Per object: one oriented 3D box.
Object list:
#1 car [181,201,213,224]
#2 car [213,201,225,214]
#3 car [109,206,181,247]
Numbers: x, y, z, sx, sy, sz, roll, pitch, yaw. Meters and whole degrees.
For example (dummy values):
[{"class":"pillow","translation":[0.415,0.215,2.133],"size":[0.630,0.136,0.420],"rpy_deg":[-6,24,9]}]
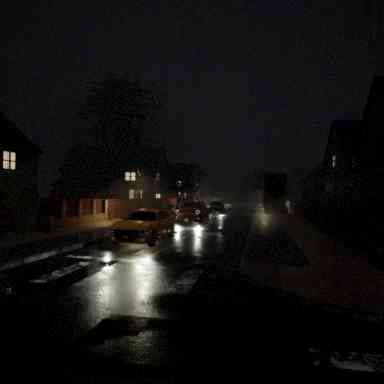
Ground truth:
[{"class":"car","translation":[0.060,1.509,26.528],"size":[2.097,1.767,4.553],"rpy_deg":[1,0,12]},{"class":"car","translation":[2.934,1.850,40.340],"size":[1.812,1.442,4.674],"rpy_deg":[1,-1,12]},{"class":"car","translation":[-2.168,1.532,15.697],"size":[1.882,1.535,5.008],"rpy_deg":[1,0,11]}]
